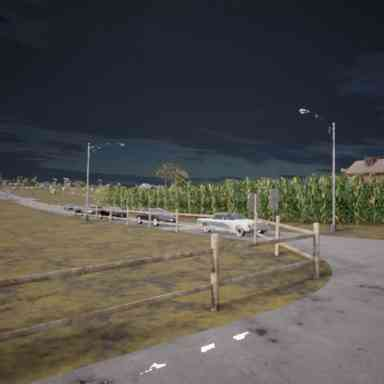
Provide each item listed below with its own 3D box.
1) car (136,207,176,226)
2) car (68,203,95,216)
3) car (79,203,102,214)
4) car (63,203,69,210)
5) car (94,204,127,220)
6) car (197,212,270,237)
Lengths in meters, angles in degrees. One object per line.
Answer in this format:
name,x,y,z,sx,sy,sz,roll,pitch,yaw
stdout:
car,-3.006,2.026,27.940,1.837,1.490,4.892,3,-3,-35
car,-14.188,2.362,43.770,2.128,1.511,4.902,3,-2,-35
car,-15.487,2.511,50.633,1.882,1.535,5.008,3,-2,-35
car,-21.426,2.602,59.014,1.994,1.385,4.181,3,-1,-35
car,-8.485,2.191,35.675,1.882,1.535,5.008,3,-3,-35
car,2.433,1.924,20.333,1.895,1.301,4.718,3,-3,-37
